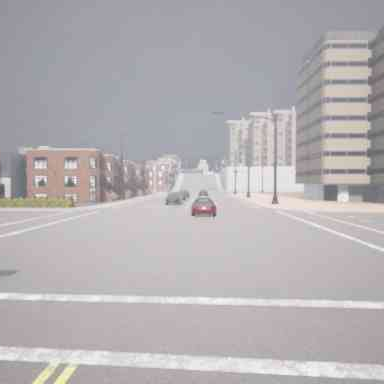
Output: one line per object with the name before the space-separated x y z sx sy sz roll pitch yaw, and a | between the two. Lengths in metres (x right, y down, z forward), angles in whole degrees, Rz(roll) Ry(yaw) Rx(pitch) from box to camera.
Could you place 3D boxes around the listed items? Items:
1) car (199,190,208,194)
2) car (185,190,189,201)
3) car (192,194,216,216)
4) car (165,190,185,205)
car | 2.400 0.209 70.008 1.812 1.442 4.674 0 1 2
car | -1.884 0.651 51.591 1.994 1.385 4.181 0 1 2
car | 1.005 1.191 28.104 1.994 1.385 4.181 0 1 2
car | -2.230 0.810 41.610 1.837 1.490 4.892 0 1 2
